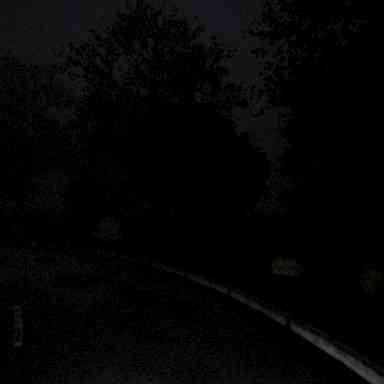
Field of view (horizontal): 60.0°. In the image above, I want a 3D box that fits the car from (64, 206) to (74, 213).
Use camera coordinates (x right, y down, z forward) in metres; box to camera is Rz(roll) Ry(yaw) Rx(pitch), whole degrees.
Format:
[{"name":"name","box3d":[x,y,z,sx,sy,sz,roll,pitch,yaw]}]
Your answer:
[{"name":"car","box3d":[-19.885,2.717,55.959,1.837,1.490,4.892,0,-1,2]}]
